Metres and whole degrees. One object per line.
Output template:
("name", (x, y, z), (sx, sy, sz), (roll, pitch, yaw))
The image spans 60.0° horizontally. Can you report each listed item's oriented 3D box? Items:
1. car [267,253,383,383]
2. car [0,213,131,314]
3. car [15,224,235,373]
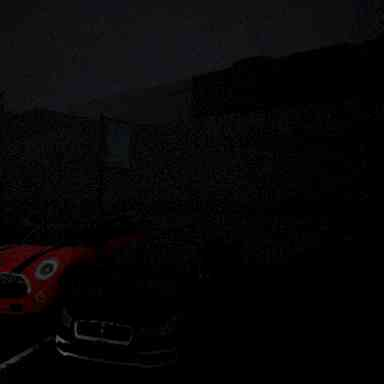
("car", (2.068, 1.518, 4.354), (2.163, 1.488, 4.792), (0, -1, 16))
("car", (-2.805, 1.367, 7.845), (2.185, 1.767, 4.553), (0, -1, 16))
("car", (-0.371, 1.491, 6.074), (2.231, 1.521, 4.892), (1, -1, 16))
